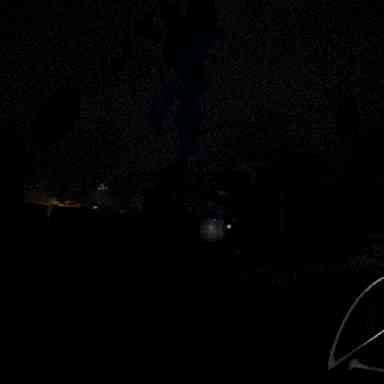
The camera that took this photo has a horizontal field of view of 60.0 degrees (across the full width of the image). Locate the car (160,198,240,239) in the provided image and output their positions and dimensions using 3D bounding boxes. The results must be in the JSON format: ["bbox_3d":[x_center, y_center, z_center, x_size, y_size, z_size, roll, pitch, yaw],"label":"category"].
[{"bbox_3d":[0.275,1.397,19.057,2.150,2.045,5.566,0,0,-35],"label":"car"}]

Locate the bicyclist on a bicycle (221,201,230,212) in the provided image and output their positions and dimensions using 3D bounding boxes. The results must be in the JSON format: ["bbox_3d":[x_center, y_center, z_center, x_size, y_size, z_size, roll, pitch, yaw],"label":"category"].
[{"bbox_3d":[2.528,1.543,26.012,1.656,1.620,0.582,0,0,-35],"label":"bicyclist on a bicycle"}]

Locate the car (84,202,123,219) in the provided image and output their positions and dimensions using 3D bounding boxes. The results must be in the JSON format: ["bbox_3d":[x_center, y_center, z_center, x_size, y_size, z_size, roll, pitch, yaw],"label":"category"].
[{"bbox_3d":[-8.153,1.897,31.027,1.895,1.301,4.718,0,-1,-35],"label":"car"}]

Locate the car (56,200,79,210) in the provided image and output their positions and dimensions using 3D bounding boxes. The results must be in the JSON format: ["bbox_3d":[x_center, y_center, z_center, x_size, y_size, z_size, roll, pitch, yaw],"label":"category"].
[{"bbox_3d":[-19.606,2.042,52.255,2.033,1.411,5.357,0,-1,-35],"label":"car"}]

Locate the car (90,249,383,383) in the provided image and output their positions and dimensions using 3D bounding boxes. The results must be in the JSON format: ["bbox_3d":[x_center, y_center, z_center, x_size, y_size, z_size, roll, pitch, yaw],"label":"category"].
[{"bbox_3d":[1.319,1.521,3.719,4.892,1.490,1.837,0,2,-39],"label":"car"}]

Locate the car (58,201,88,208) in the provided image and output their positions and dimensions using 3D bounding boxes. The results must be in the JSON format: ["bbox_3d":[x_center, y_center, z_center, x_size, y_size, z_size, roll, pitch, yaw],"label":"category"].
[{"bbox_3d":[-14.661,1.863,40.330,1.882,1.535,5.008,0,-1,-35],"label":"car"}]
